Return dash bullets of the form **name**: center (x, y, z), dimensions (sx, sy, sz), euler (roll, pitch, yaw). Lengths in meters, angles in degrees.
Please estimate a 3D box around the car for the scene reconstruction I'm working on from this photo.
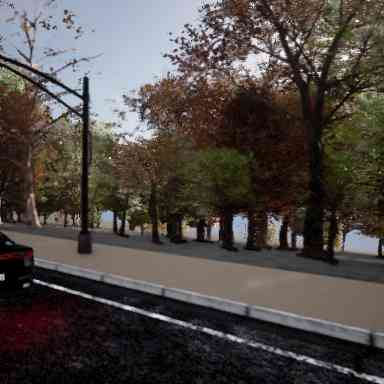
- **car**: center (-5.661, 1.471, 7.722), dimensions (5.008, 1.535, 1.882), euler (0, 0, 36)
